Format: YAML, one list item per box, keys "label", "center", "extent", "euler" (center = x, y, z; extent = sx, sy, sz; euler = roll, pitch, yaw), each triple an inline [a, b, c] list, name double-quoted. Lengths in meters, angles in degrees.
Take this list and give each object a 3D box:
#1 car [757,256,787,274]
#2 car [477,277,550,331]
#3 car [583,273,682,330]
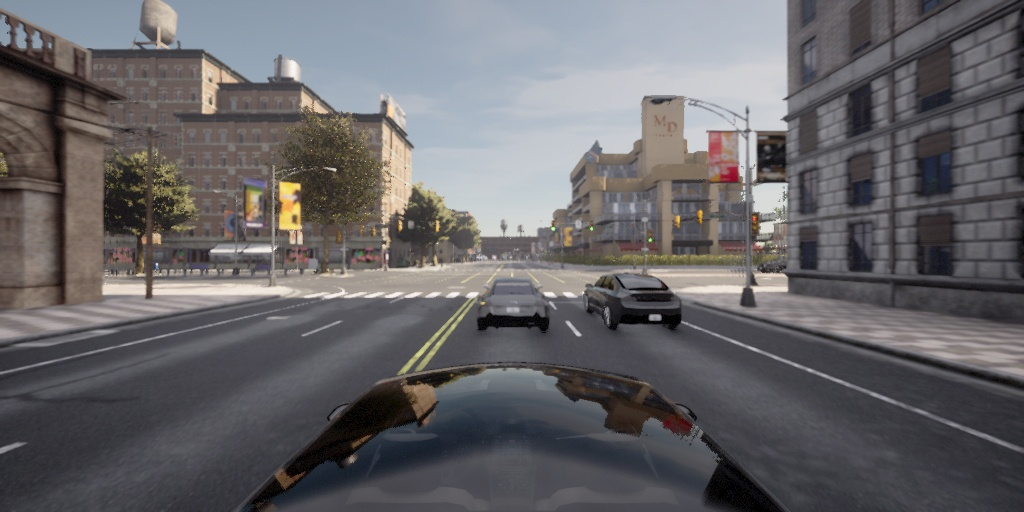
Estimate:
- label: "car"
  center: [30.940, 1.058, 40.578]
  extent: [5.566, 2.045, 2.150]
  euler: [0, 0, 0]
- label: "car"
  center: [0.032, 1.338, 11.057]
  extent: [1.994, 1.385, 4.181]
  euler: [0, 0, 0]
- label: "car"
  center: [3.532, 1.279, 11.275]
  extent: [1.837, 1.490, 4.892]
  euler: [0, 0, 0]
